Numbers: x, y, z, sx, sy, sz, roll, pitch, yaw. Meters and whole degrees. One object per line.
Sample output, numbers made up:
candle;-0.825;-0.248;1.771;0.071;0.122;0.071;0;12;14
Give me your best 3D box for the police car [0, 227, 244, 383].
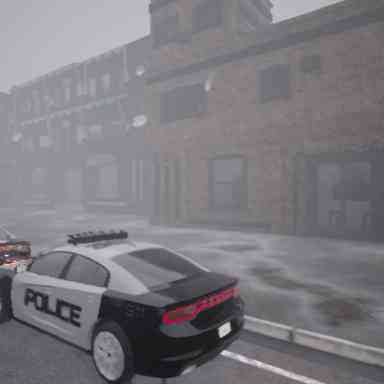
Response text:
police car;-1.672;1.482;5.622;5.238;1.638;1.930;0;-1;37
